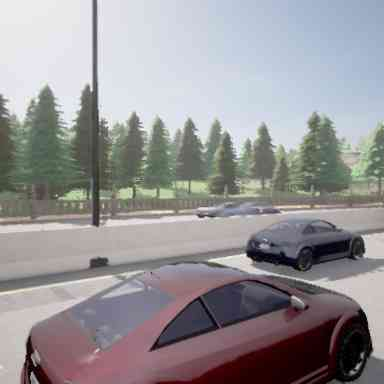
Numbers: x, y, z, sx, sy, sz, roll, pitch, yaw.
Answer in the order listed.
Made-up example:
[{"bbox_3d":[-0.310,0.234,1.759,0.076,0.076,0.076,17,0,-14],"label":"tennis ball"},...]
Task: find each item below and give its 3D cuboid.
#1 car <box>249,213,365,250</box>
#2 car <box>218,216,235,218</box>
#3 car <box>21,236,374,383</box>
[{"bbox_3d":[3.716,1.518,10.699,4.181,1.385,1.994,0,0,-35],"label":"car"},{"bbox_3d":[3.650,1.529,19.421,4.718,1.301,1.895,0,0,-35],"label":"car"},{"bbox_3d":[0.311,1.552,3.974,4.181,1.385,1.994,0,0,-35],"label":"car"}]
